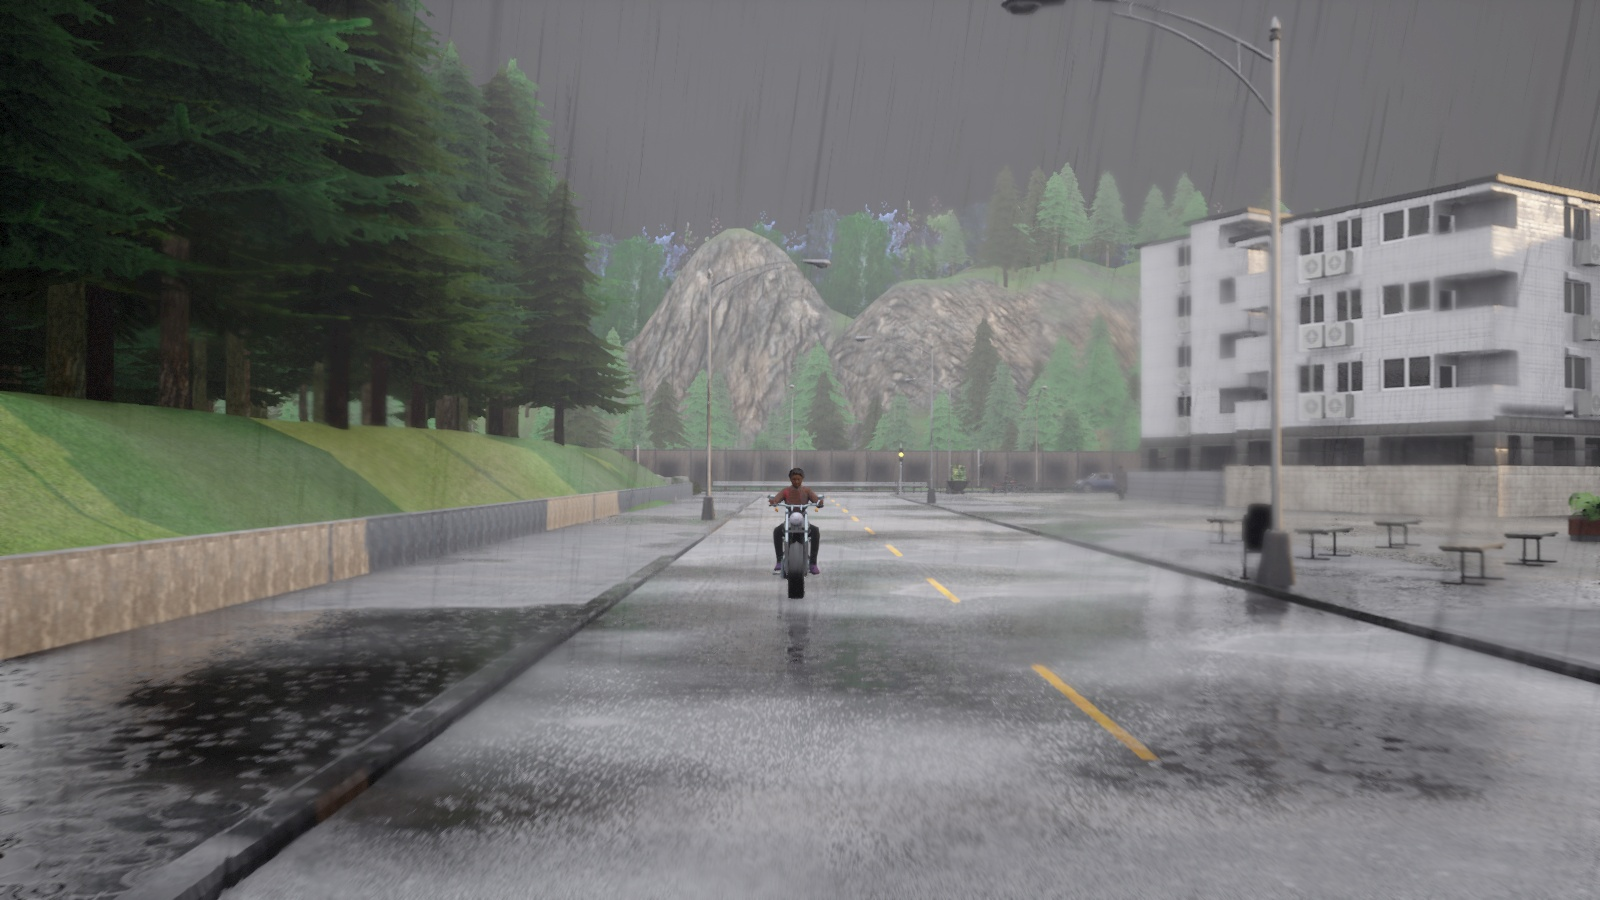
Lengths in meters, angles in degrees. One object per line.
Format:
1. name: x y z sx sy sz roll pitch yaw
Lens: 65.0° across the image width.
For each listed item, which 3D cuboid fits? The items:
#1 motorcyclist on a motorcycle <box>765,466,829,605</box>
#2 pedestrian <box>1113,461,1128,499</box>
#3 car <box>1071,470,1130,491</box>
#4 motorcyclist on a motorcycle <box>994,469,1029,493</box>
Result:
1. motorcyclist on a motorcycle: -0.038 1.036 16.164 0.766 1.649 2.350 0 -1 0
2. pedestrian: 16.763 1.556 65.604 0.659 1.952 0.873 0 -1 9
3. car: 22.157 2.243 92.671 3.806 1.475 1.970 0 -1 0
4. motorcyclist on a motorcycle: 14.939 2.189 88.644 2.350 1.649 0.766 0 -1 -1
